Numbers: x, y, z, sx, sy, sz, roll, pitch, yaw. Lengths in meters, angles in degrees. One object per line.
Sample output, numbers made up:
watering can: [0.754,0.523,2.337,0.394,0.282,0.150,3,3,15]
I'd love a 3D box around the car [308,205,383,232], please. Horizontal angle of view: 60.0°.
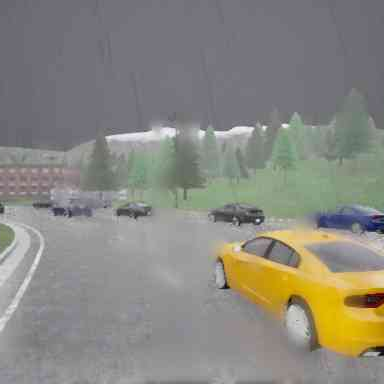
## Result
car: [8.734,1.476,18.706,1.882,1.535,5.008,1,0,-23]

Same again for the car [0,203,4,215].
car: [-20.657,1.521,32.997,4.892,1.490,1.837,0,-2,30]

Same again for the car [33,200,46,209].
car: [-18.713,1.617,43.774,4.718,1.301,1.895,0,0,27]

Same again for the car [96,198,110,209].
car: [-13.221,1.561,44.768,5.357,1.411,2.033,0,0,32]

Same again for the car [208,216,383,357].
car: [1.995,1.478,6.372,1.882,1.535,5.008,1,0,-17]

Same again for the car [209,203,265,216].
car: [2.938,1.507,22.853,1.837,1.490,4.892,2,-1,-29]

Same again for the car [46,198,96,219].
car: [-10.846,1.362,29.672,2.097,1.767,4.553,0,0,-45]

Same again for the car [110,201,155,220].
car: [-4.905,1.533,28.443,1.812,1.442,4.674,1,-1,-40]
